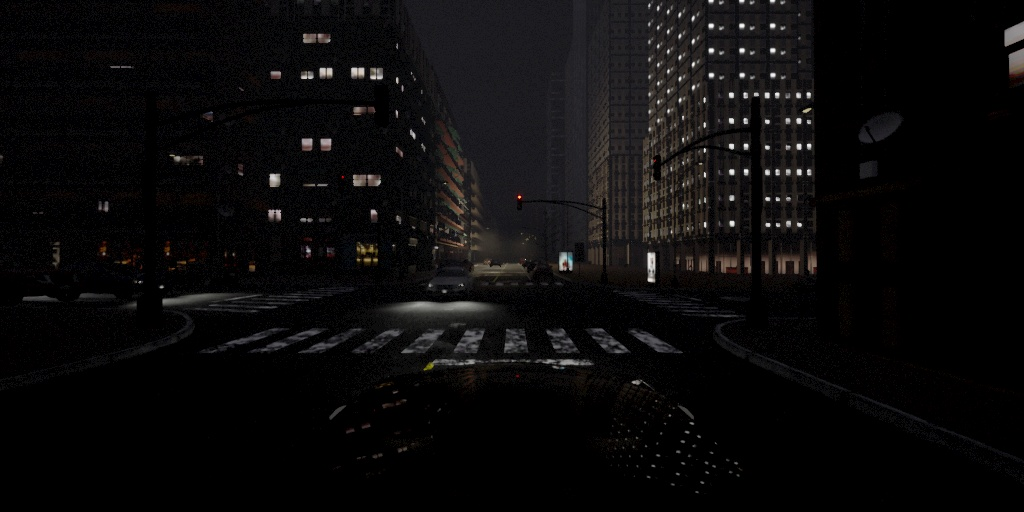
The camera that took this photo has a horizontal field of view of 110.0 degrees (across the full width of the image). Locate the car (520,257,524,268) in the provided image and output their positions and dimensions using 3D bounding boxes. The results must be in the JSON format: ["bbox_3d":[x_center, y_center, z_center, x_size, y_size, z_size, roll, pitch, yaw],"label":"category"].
[{"bbox_3d":[2.840,1.218,60.119,1.967,1.591,4.097,0,0,0],"label":"car"}]

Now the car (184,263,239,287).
[{"bbox_3d":[-18.744,1.103,21.363,4.313,1.339,1.948,0,0,0],"label":"car"}]

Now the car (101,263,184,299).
[{"bbox_3d":[-17.581,1.032,15.604,4.674,1.442,1.812,1,0,0],"label":"car"}]

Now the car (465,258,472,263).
[{"bbox_3d":[-5.597,1.078,38.032,2.192,1.841,5.009,0,0,0],"label":"car"}]

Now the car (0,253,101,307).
[{"bbox_3d":[-18.744,0.783,12.983,5.009,1.841,2.192,0,0,0],"label":"car"}]

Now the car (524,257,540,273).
[{"bbox_3d":[2.798,1.206,43.537,1.967,1.591,4.097,0,0,0],"label":"car"}]

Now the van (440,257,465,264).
[{"bbox_3d":[-5.611,1.101,32.504,1.690,1.789,3.998,0,0,0],"label":"van"}]

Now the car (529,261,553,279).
[{"bbox_3d":[2.770,1.342,32.481,1.802,1.307,4.207,0,0,0],"label":"car"}]

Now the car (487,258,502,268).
[{"bbox_3d":[-2.847,1.256,62.201,1.812,1.442,4.674,0,0,0],"label":"car"}]

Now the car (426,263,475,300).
[{"bbox_3d":[-2.958,1.282,18.063,1.812,1.442,4.674,0,0,0],"label":"car"}]

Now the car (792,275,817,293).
[{"bbox_3d":[19.444,1.643,21.670,4.403,1.370,2.007,0,0,0],"label":"car"}]
